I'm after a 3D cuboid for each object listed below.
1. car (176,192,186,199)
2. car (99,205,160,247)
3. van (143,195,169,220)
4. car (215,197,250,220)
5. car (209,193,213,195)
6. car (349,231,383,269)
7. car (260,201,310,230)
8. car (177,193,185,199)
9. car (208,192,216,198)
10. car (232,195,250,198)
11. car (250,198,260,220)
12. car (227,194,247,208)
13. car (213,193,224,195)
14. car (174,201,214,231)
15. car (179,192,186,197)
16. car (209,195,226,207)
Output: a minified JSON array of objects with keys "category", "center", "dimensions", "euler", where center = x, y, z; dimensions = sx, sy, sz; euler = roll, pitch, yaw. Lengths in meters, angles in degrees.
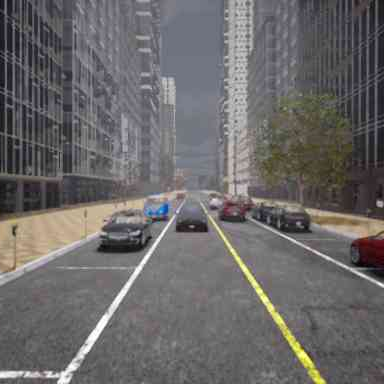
[{"category":"car","center":[-2.675,0.947,76.886],"dimensions":[1.887,1.381,4.507],"euler":[0,1,0]},{"category":"car","center":[-2.691,1.453,14.268],"dimensions":[2.008,1.369,4.403],"euler":[0,0,0]},{"category":"van","center":[-2.687,1.162,25.652],"dimensions":[1.690,1.788,3.998],"euler":[0,0,0]},{"category":"car","center":[3.046,1.356,25.931],"dimensions":[1.812,1.442,4.674],"euler":[0,0,0]},{"category":"car","center":[5.707,0.934,82.570],"dimensions":[1.947,1.339,4.313],"euler":[0,1,0]},{"category":"car","center":[5.689,1.538,8.571],"dimensions":[1.802,1.307,4.206],"euler":[0,0,0]},{"category":"car","center":[5.692,1.430,19.955],"dimensions":[2.008,1.369,4.403],"euler":[0,0,0]},{"category":"car","center":[-2.674,0.934,82.580],"dimensions":[1.802,1.307,4.206],"euler":[0,1,0]},{"category":"car","center":[5.710,0.830,93.954],"dimensions":[1.947,1.339,4.313],"euler":[0,1,0]},{"category":"car","center":[5.696,1.190,37.032],"dimensions":[1.967,1.590,4.097],"euler":[0,0,0]},{"category":"car","center":[5.693,1.389,25.648],"dimensions":[2.008,1.369,4.403],"euler":[0,0,0]},{"category":"car","center":[5.697,1.145,42.723],"dimensions":[1.967,1.590,4.097],"euler":[0,0,0]},{"category":"car","center":[5.703,1.064,65.494],"dimensions":[1.887,1.381,4.507],"euler":[0,0,0]},{"category":"car","center":[0.000,1.415,19.982],"dimensions":[2.033,1.411,5.357],"euler":[0,0,0]},{"category":"car","center":[-2.671,0.793,93.964],"dimensions":[1.887,1.381,4.507],"euler":[0,1,0]},{"category":"car","center":[3.039,1.323,39.839],"dimensions":[1.895,1.301,4.718],"euler":[0,0,1]}]
